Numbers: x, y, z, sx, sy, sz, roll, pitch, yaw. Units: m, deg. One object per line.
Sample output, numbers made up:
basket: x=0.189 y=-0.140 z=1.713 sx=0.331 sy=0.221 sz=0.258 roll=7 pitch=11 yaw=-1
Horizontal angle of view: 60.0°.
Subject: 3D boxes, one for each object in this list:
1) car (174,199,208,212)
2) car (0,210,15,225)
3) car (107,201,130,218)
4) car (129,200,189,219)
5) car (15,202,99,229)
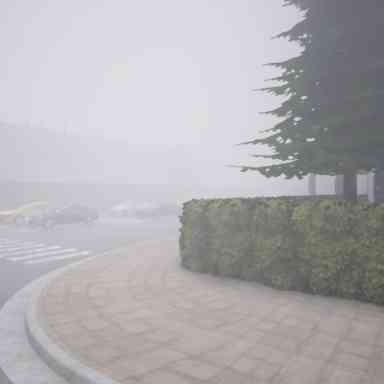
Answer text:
car: x=-0.055 y=1.587 z=39.294 sx=1.994 sy=1.385 sz=4.181 roll=0 pitch=0 yaw=37
car: x=-11.149 y=1.501 z=23.736 sx=1.882 sy=1.535 sz=5.008 roll=0 pitch=0 yaw=35
car: x=-5.777 y=1.549 z=31.261 sx=1.812 sy=1.442 sz=4.674 roll=0 pitch=0 yaw=35
car: x=-2.703 y=1.559 z=29.570 sx=2.033 sy=1.411 sz=5.357 roll=0 pitch=0 yaw=35
car: x=-8.357 y=1.503 z=21.631 sx=2.128 sy=1.511 sz=4.902 roll=0 pitch=0 yaw=35
